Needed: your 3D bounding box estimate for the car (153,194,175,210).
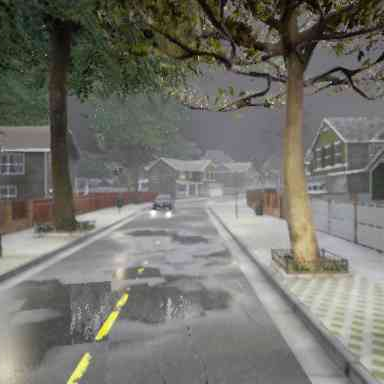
[{"bbox_3d":[-2.845,0.983,34.283,1.837,1.490,4.892,-1,1,3],"label":"car"}]
